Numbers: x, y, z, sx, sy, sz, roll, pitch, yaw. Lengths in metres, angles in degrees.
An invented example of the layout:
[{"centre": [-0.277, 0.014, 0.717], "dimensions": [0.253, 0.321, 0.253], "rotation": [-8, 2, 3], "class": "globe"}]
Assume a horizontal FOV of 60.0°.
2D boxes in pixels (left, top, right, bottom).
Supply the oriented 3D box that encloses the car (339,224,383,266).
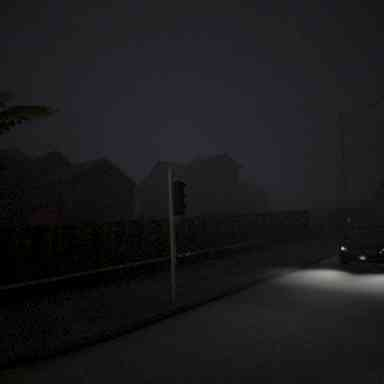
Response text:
[{"centre": [7.388, 2.040, 13.270], "dimensions": [1.812, 1.442, 4.674], "rotation": [-5, -4, 41], "class": "car"}]
